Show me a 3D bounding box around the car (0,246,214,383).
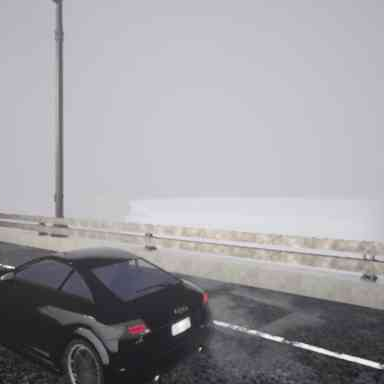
[{"bbox_3d":[-1.757,1.564,5.130,4.181,1.385,1.994,0,0,36],"label":"car"}]
